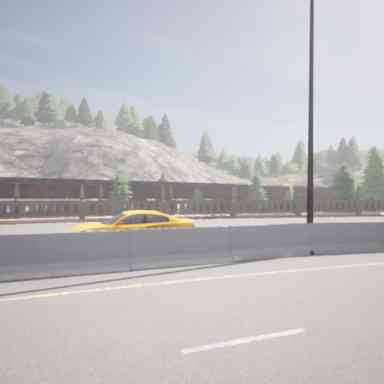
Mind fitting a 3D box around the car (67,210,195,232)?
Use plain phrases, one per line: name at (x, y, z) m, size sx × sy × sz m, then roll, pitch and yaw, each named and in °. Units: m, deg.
car at (-2.289, 1.473, 13.138) m, size 5.008 × 1.535 × 1.882 m, roll 0°, pitch 0°, yaw -21°
